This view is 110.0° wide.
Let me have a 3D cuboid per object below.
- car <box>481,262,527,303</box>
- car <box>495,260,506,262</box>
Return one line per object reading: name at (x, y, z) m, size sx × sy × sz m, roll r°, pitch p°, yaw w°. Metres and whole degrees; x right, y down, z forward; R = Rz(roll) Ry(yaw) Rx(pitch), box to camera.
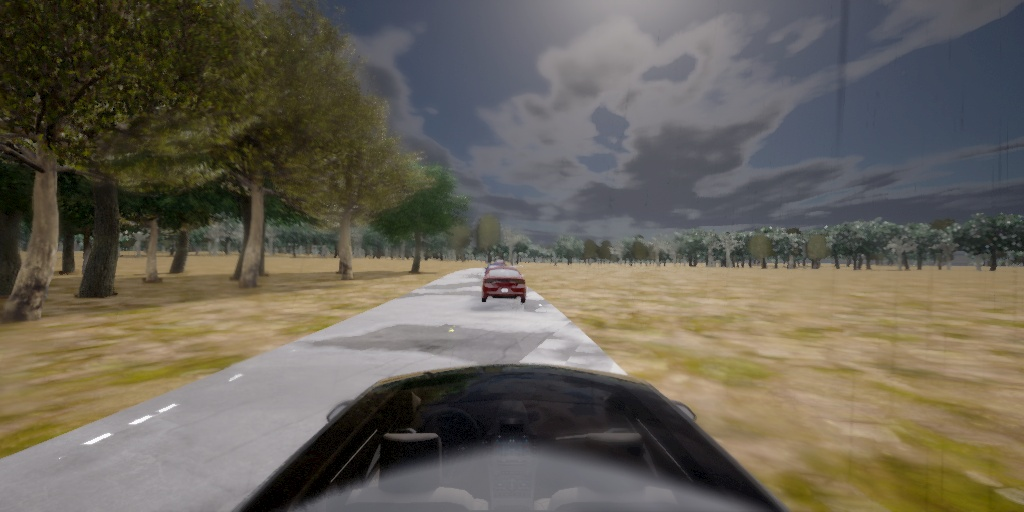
car at (-0.427, 1.227, 16.633) m, size 1.882 × 1.535 × 5.008 m, roll 1°, pitch 0°, yaw -3°
car at (-1.508, 1.367, 31.623) m, size 1.812 × 1.442 × 4.674 m, roll 0°, pitch 0°, yaw -4°
